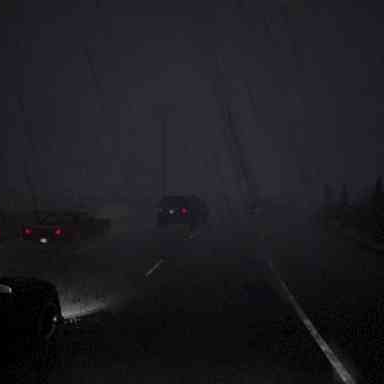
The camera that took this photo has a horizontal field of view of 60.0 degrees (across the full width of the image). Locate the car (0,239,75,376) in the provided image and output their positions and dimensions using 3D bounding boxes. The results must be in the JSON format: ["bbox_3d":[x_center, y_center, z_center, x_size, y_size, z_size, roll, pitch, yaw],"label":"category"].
[{"bbox_3d":[-3.153,1.564,3.705,1.994,1.385,4.181,0,0,3],"label":"car"}]

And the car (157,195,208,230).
[{"bbox_3d":[-0.486,1.221,21.552,2.150,2.045,5.566,0,0,14],"label":"car"}]

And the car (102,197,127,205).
[{"bbox_3d":[-10.771,1.477,44.835,1.882,1.535,5.008,0,0,25],"label":"car"}]

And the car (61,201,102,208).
[{"bbox_3d":[-9.749,1.564,27.882,1.994,1.385,4.181,0,0,17],"label":"car"}]

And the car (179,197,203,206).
[{"bbox_3d":[-0.147,1.562,56.650,1.994,1.385,4.181,0,0,34],"label":"car"}]

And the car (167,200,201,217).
[{"bbox_3d":[-0.680,1.525,32.380,1.812,1.442,4.674,0,0,20],"label":"car"}]

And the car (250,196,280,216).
[{"bbox_3d":[7.131,1.505,32.956,1.837,1.490,4.892,0,0,23],"label":"car"}]

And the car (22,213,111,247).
[{"bbox_3d":[-5.425,1.601,15.203,1.895,1.301,4.718,0,0,9],"label":"car"}]

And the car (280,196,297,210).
[{"bbox_3d":[12.081,1.350,42.869,2.097,1.767,4.553,0,0,29],"label":"car"}]
